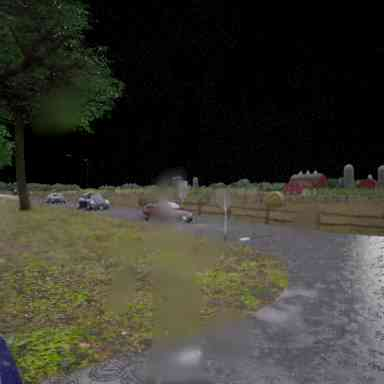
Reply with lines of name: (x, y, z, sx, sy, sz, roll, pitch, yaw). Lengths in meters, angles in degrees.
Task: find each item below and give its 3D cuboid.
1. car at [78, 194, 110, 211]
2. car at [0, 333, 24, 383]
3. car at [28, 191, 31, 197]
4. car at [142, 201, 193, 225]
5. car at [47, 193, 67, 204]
car: (-10.256, 0.967, 34.651, 2.097, 1.767, 4.553, -1, 1, -35)
car: (-2.834, 1.342, 0.929, 4.553, 1.767, 2.097, 1, 0, -35)
car: (-41.905, 0.486, 83.948, 1.882, 1.535, 5.008, -1, 1, -35)
car: (-1.803, 1.342, 22.791, 1.812, 1.442, 4.674, -1, 1, -35)
car: (-19.411, 0.935, 47.633, 1.837, 1.490, 4.892, -1, 0, -35)
